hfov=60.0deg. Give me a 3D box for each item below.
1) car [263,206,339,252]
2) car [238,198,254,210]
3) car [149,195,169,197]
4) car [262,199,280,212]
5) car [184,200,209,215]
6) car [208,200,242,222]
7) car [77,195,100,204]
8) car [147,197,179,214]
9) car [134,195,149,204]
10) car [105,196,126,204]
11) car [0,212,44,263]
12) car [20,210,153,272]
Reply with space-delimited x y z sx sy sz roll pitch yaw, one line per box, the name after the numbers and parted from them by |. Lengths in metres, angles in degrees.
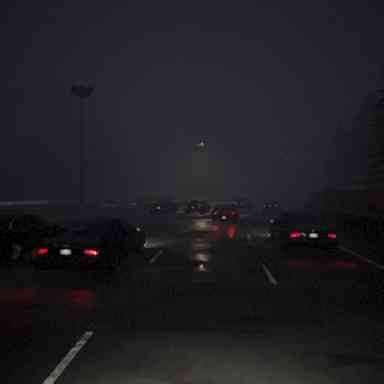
4.412 1.530 13.821 2.033 1.411 5.357 0 0 6 | car
6.635 1.484 42.068 2.033 1.411 5.357 0 0 17 | car
-5.467 1.383 61.258 1.837 1.490 4.892 0 0 20 | car
8.958 1.496 37.652 2.033 1.411 5.357 0 0 15 | car
0.654 1.488 33.419 2.033 1.411 5.357 0 0 13 | car
2.724 1.558 26.232 1.895 1.301 4.718 0 0 10 | car
-17.839 1.367 57.679 1.837 1.490 4.892 0 0 19 | car
-2.755 1.498 33.947 1.994 1.385 4.181 0 0 13 | car
-8.929 1.381 61.933 1.837 1.490 4.892 0 0 20 | car
-13.583 1.394 59.281 1.812 1.442 4.674 0 0 20 | car
-6.275 1.472 11.811 1.837 1.490 4.892 0 0 4 | car
-2.897 1.523 10.670 2.033 1.411 5.357 0 0 5 | car
